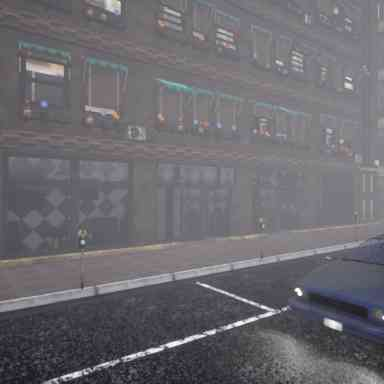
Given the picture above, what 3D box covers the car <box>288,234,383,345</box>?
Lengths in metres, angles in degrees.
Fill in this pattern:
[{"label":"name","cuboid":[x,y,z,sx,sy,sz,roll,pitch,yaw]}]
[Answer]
[{"label":"car","cuboid":[4.226,1.547,6.411,5.357,1.411,2.033,0,0,-36]}]
